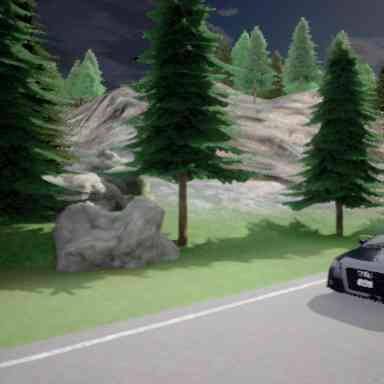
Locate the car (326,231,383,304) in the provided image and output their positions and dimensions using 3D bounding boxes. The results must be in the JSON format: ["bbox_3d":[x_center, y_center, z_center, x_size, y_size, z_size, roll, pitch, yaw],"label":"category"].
[{"bbox_3d":[4.925,1.558,7.505,4.181,1.385,1.994,0,0,-35],"label":"car"}]
